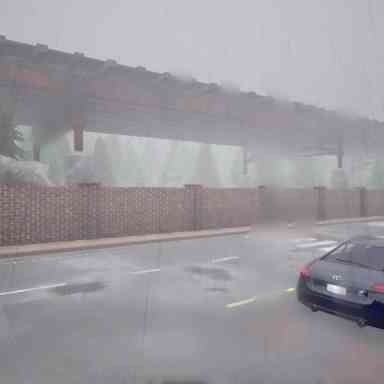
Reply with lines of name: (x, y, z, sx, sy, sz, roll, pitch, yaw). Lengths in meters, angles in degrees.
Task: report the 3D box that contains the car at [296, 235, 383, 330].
car: (3.995, 1.564, 6.612, 4.181, 1.385, 1.994, 0, 0, -36)
